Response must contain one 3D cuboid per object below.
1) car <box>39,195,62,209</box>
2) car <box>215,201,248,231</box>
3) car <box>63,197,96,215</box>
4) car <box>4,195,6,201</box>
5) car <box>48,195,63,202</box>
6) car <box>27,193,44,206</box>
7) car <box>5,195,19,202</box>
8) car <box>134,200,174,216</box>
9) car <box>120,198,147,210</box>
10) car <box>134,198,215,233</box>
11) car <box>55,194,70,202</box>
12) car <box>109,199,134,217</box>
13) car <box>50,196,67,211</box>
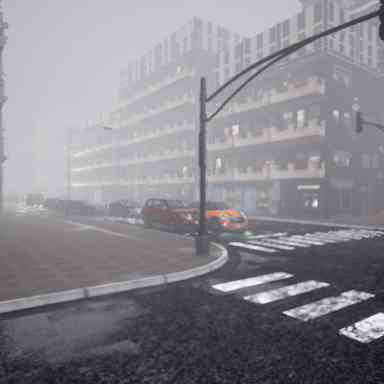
[{"bbox_3d":[-17.812,1.476,42.874,1.947,1.339,4.313,0,0,-36],"label":"car"},{"bbox_3d":[1.360,1.351,20.756,2.097,1.767,4.553,0,0,-35],"label":"car"},{"bbox_3d":[-11.167,1.484,33.696,1.887,1.381,4.507,0,0,-36],"label":"car"},{"bbox_3d":[-41.068,1.310,74.987,1.967,1.590,4.097,0,0,-36],"label":"car"},{"bbox_3d":[-30.957,1.449,75.314,2.008,1.369,4.403,0,0,-36],"label":"car"},{"bbox_3d":[-24.455,1.202,52.049,2.192,1.841,5.009,0,0,-36],"label":"car"},{"bbox_3d":[-37.746,1.452,70.400,1.802,1.307,4.206,0,0,-36],"label":"car"},{"bbox_3d":[-3.917,1.571,33.561,1.895,1.301,4.718,0,0,-36],"label":"car"},{"bbox_3d":[-7.702,1.535,43.201,1.802,1.307,4.206,0,0,-36],"label":"car"},{"bbox_3d":[-1.198,1.302,19.933,2.192,1.841,5.009,0,0,-36],"label":"car"},{"bbox_3d":[-27.635,1.340,70.728,1.967,1.590,4.097,0,0,-36],"label":"car"},{"bbox_3d":[-6.098,1.449,31.110,2.128,1.511,4.902,0,0,-36],"label":"car"},{"bbox_3d":[-14.490,1.490,38.285,1.947,1.339,4.313,0,0,-36],"label":"car"}]
